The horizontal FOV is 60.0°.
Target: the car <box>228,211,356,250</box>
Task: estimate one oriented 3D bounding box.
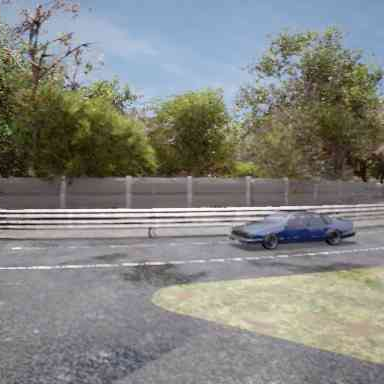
[{"bbox_3d":[4.247,1.496,13.942,5.357,1.411,2.033,0,0,-20],"label":"car"}]
